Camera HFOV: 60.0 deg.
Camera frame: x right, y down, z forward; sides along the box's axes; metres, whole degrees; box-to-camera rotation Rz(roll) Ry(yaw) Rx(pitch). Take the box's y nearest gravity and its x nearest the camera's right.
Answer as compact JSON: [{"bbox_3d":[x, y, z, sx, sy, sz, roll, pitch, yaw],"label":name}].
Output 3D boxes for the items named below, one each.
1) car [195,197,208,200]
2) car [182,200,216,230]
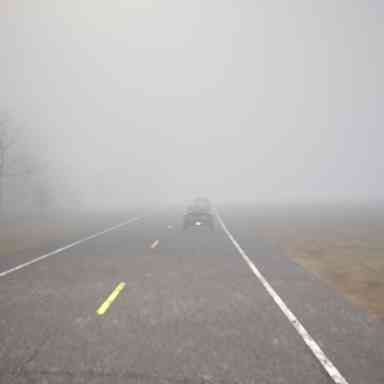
[{"bbox_3d":[1.129,1.352,39.518,2.097,1.767,4.553,0,0,3],"label":"car"},{"bbox_3d":[0.419,1.508,20.951,1.837,1.490,4.892,0,0,1],"label":"car"}]
